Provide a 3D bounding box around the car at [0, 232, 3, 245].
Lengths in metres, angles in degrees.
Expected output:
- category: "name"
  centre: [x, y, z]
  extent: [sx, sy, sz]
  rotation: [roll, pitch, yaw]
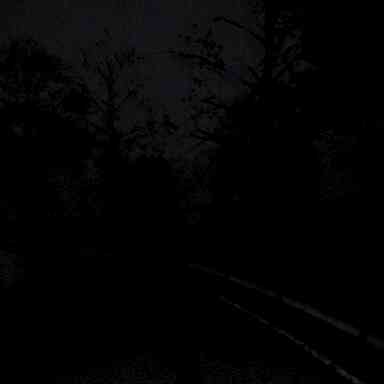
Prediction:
- category: "car"
  centre: [-9.925, 1.709, 13.783]
  extent: [4.181, 1.385, 1.994]
  rotation: [0, 0, 25]
